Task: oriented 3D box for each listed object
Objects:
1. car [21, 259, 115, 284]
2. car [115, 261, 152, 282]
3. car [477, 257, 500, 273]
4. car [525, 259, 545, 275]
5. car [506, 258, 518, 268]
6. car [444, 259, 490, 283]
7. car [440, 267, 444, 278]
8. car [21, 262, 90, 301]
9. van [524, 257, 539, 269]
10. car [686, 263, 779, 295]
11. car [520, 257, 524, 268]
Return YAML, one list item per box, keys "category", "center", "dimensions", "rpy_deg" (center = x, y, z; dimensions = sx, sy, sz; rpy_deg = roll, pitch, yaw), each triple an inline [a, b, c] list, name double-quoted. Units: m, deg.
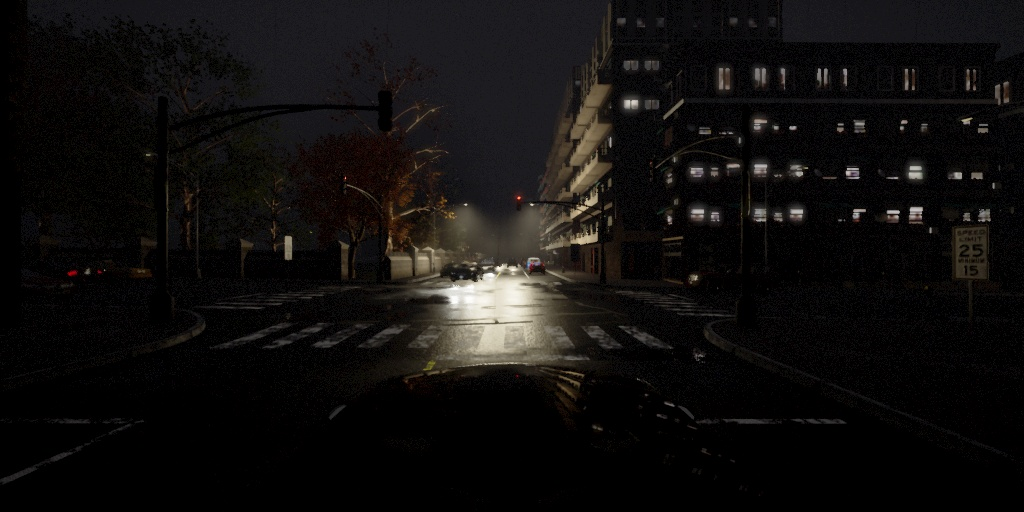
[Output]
- category: "car"
  center: [-25.067, 0.885, 19.033]
  dimensions: [5.357, 1.411, 2.033]
  rpy_deg: [1, 0, 0]
- category: "car"
  center: [-24.721, 0.882, 21.631]
  dimensions: [4.829, 1.417, 1.751]
  rpy_deg: [0, 0, 0]
- category: "car"
  center: [-3.052, 1.267, 44.962]
  dimensions: [2.128, 1.511, 4.902]
  rpy_deg: [0, 0, 0]
- category: "car"
  center: [2.732, 1.314, 39.936]
  dimensions: [1.888, 1.381, 4.507]
  rpy_deg: [0, 0, 0]
- category: "car"
  center: [0.066, 1.304, 62.609]
  dimensions: [1.837, 1.490, 4.892]
  rpy_deg: [0, 0, 0]
- category: "car"
  center: [-3.379, 1.251, 27.936]
  dimensions: [2.128, 1.511, 4.902]
  rpy_deg: [0, 0, 5]
- category: "car"
  center: [-5.654, 1.330, 34.315]
  dimensions: [1.948, 1.339, 4.313]
  rpy_deg: [0, 0, 0]
- category: "car"
  center: [-18.949, 1.007, 13.299]
  dimensions: [4.207, 1.307, 1.802]
  rpy_deg: [0, 0, 0]
- category: "van"
  center: [2.739, 1.116, 45.566]
  dimensions: [1.690, 1.789, 3.998]
  rpy_deg: [0, 0, 0]
- category: "car"
  center: [13.471, 1.353, 21.953]
  dimensions: [5.009, 1.841, 2.192]
  rpy_deg: [0, 0, 0]
- category: "car"
  center: [2.751, 1.230, 56.827]
  dimensions: [1.967, 1.591, 4.097]
  rpy_deg: [0, 0, 0]
